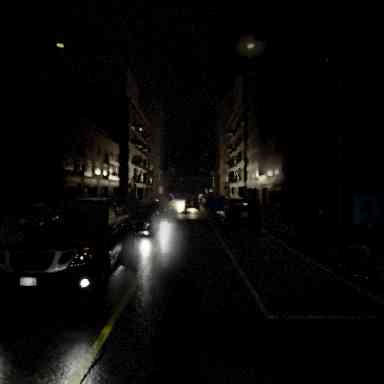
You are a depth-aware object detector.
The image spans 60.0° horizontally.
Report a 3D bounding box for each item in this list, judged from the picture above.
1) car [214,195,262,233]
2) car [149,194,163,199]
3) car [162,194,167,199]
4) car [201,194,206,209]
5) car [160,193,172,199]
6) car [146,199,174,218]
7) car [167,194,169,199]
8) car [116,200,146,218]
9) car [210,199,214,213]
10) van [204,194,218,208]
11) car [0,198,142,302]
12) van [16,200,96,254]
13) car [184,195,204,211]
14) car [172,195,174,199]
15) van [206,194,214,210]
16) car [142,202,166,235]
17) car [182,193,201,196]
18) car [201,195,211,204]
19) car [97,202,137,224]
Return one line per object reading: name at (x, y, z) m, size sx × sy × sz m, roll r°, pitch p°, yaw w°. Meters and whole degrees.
car at (2.694, 1.278, 19.226) m, size 2.192 × 1.841 × 5.009 m, roll 0°, pitch 0°, yaw 0°
car at (-5.433, 1.390, 46.080) m, size 1.752 × 1.417 × 4.829 m, roll 0°, pitch 0°, yaw 0°
car at (-5.436, 1.400, 51.656) m, size 2.008 × 1.369 × 4.403 m, roll 0°, pitch 0°, yaw 0°
car at (2.656, 1.220, 40.851) m, size 2.192 × 1.841 × 5.009 m, roll 0°, pitch 0°, yaw 0°
car at (-5.441, 1.135, 62.468) m, size 2.192 × 1.841 × 5.009 m, roll 0°, pitch 0°, yaw 0°
car at (-2.855, 1.520, 29.007) m, size 1.895 × 1.301 × 4.718 m, roll 0°, pitch 0°, yaw 0°
car at (-5.439, 1.401, 57.062) m, size 1.947 × 1.339 × 4.313 m, roll 0°, pitch 0°, yaw 0°
car at (-5.424, 1.452, 30.031) m, size 1.887 × 1.381 × 4.507 m, roll 0°, pitch 0°, yaw 0°
car at (2.684, 1.500, 24.632) m, size 2.008 × 1.369 × 4.403 m, roll 0°, pitch 0°, yaw 0°
van at (2.647, 1.232, 46.257) m, size 1.690 × 1.788 × 3.998 m, roll 0°, pitch 0°, yaw 0°
car at (-2.850, 1.194, 8.540) m, size 2.150 × 2.045 × 5.566 m, roll 0°, pitch 0°, yaw 0°
van at (-5.415, 1.292, 13.812) m, size 1.690 × 1.788 × 3.998 m, roll 0°, pitch 0°, yaw 0°
car at (0.026, 1.449, 39.078) m, size 2.033 × 1.411 × 5.357 m, roll 0°, pitch 0°, yaw 0°
car at (-5.447, 1.373, 73.281) m, size 1.802 × 1.307 × 4.206 m, roll 0°, pitch 0°, yaw 0°
van at (2.666, 1.261, 35.444) m, size 1.690 × 1.788 × 3.998 m, roll 0°, pitch 0°, yaw 0°
car at (-2.866, 1.493, 18.857) m, size 2.033 × 1.411 × 5.357 m, roll 0°, pitch 0°, yaw 0°
car at (-0.032, 1.366, 49.405) m, size 2.128 × 1.511 × 4.902 m, roll 0°, pitch 0°, yaw 0°
car at (2.618, 1.372, 62.646) m, size 1.752 × 1.417 × 4.829 m, roll 0°, pitch 0°, yaw 0°
car at (-5.421, 1.488, 24.625) m, size 1.947 × 1.339 × 4.313 m, roll 0°, pitch 0°, yaw 0°
